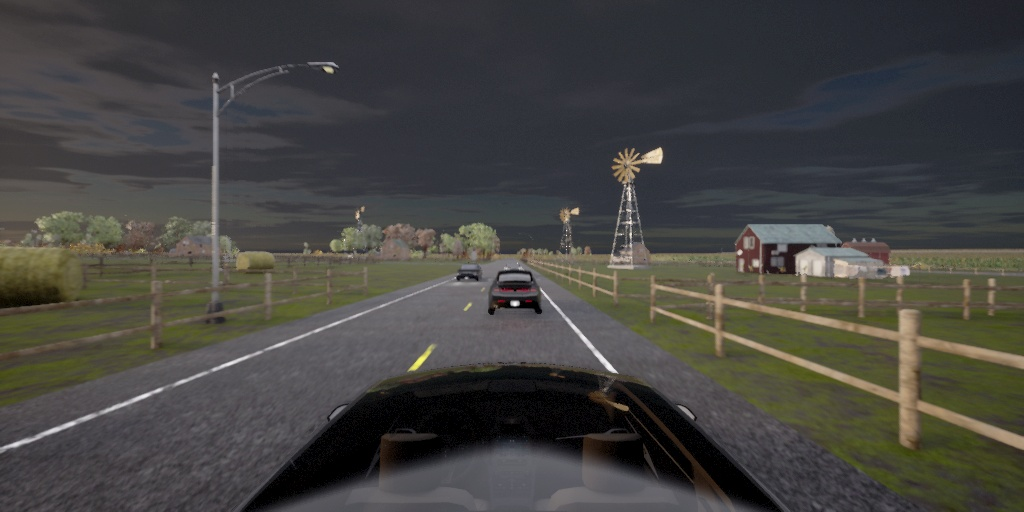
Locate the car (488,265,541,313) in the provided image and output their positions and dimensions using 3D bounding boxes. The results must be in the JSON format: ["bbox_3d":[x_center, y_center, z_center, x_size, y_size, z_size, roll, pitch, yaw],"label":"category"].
[{"bbox_3d":[0.098,1.278,14.072,1.837,1.490,4.892,0,0,0],"label":"car"}]

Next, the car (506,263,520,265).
[{"bbox_3d":[0.093,1.413,37.960,1.895,1.301,4.718,0,0,0],"label":"car"}]

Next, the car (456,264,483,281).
[{"bbox_3d":[-3.514,1.347,30.515,2.033,1.411,5.357,0,0,0],"label":"car"}]
